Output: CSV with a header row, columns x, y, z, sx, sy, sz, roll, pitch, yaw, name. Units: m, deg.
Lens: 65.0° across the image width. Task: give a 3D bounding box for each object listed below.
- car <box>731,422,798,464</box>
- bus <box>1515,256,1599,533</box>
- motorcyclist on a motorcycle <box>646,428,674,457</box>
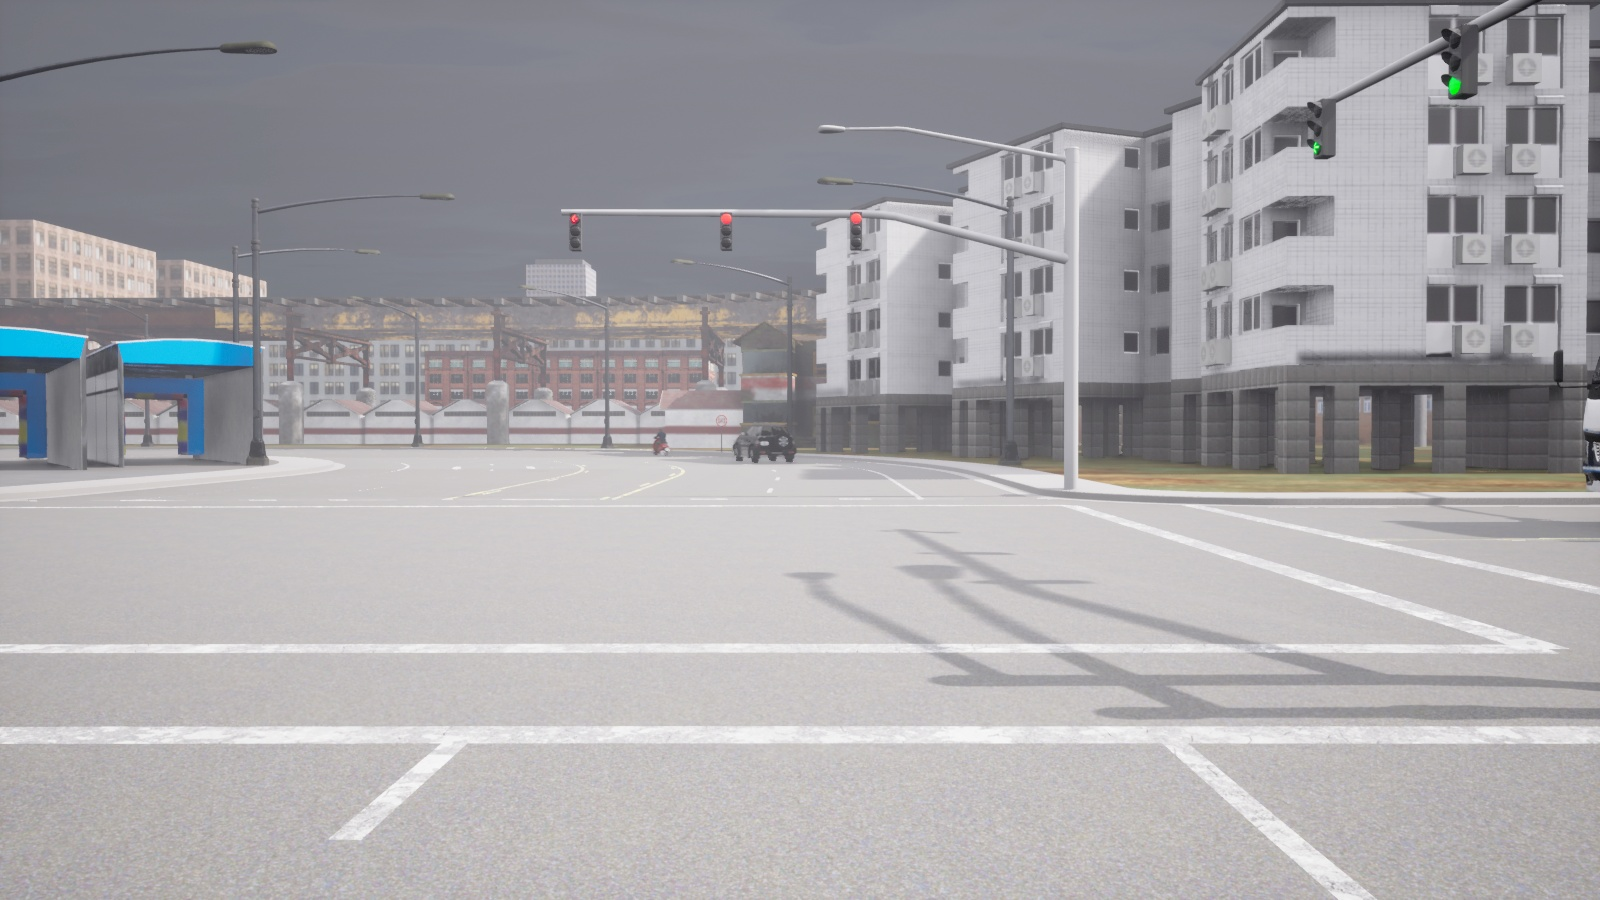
x,y,z,sx,sy,sz,roll,pitch,yaw,name
-1.714,-0.360,58.163,1.932,1.855,4.605,0,1,-17,car
17.421,-0.860,19.572,10.273,4.253,3.944,0,1,-1,bus
-7.900,-0.450,70.809,0.866,1.590,1.817,-1,1,-33,motorcyclist on a motorcycle
